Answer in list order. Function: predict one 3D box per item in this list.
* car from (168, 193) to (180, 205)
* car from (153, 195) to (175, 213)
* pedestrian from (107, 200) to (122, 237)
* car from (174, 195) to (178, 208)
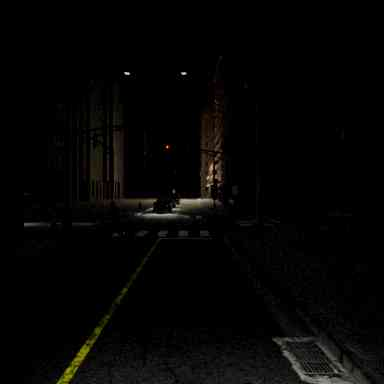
[{"bbox_3d":[-3.352,1.221,59.390,2.150,2.045,5.566,0,0,1],"label":"car"},{"bbox_3d":[-3.274,1.479,37.812,1.882,1.535,5.008,0,0,0],"label":"car"},{"bbox_3d":[-3.865,1.294,16.582,0.375,1.860,0.375,0,0,0],"label":"pedestrian"},{"bbox_3d":[-3.321,1.528,47.775,1.812,1.442,4.674,0,0,0],"label":"car"}]
